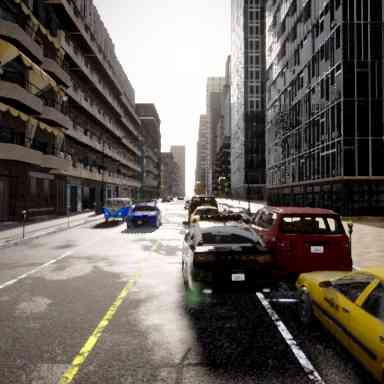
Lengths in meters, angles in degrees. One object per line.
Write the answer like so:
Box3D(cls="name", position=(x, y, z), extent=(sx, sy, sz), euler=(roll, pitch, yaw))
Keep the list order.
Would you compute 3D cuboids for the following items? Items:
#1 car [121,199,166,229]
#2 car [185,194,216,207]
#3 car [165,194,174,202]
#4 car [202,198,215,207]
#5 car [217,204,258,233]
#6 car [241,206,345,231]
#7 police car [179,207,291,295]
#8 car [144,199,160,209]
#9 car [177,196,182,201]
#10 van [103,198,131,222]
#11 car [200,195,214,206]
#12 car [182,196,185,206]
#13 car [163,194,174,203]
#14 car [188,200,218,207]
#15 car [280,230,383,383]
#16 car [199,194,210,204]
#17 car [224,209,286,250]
Box3D(cls="car", position=(-3.047, 1.492, 21.881), extent=(1.882, 1.535, 5.008), euler=(0, 0, 0))
Box3D(cls="car", position=(0.775, 1.241, 24.942), extent=(2.150, 2.045, 5.566), euler=(0, 0, -1))
Box3D(cls="car", position=(-5.864, 1.511, 86.842), extent=(2.192, 1.841, 5.009), euler=(1, 0, 0))
Box3D(cls="car", position=(2.585, 1.645, 53.721), extent=(1.947, 1.339, 4.313), euler=(1, 0, 0))
Box3D(cls="car", position=(2.658, 1.558, 20.585), extent=(1.887, 1.381, 4.507), euler=(1, 0, 0))
Box3D(cls="car", position=(2.685, 1.319, 9.539), extent=(2.192, 1.841, 5.009), euler=(1, 0, 0))
Box3D(cls="police car", position=(0.719, 1.429, 8.952), extent=(1.930, 1.638, 5.238), euler=(0, 0, -4))
Box3D(cls="car", position=(-5.783, 1.646, 48.181), extent=(1.802, 1.307, 4.206), euler=(1, 0, 0))
Box3D(cls="car", position=(-3.204, 1.799, 94.996), extent=(1.994, 1.385, 4.181), euler=(0, 0, 0))
Box3D(cls="van", position=(-5.731, 1.361, 26.091), extent=(1.690, 1.788, 3.998), euler=(1, 0, 0))
Box3D(cls="car", position=(2.577, 1.410, 59.245), extent=(2.192, 1.841, 5.009), euler=(1, 0, 0))
Box3D(cls="car", position=(-0.091, 1.586, 46.785), extent=(1.812, 1.442, 4.674), euler=(0, 0, 0))
Box3D(cls="car", position=(-5.842, 1.694, 75.795), extent=(1.887, 1.381, 4.507), euler=(1, 0, 0))
Box3D(cls="car", position=(0.812, 1.467, 19.081), extent=(1.801, 1.575, 5.366), euler=(0, 0, 0))
Box3D(cls="car", position=(2.694, 1.527, 4.187), extent=(1.752, 1.417, 4.829), euler=(1, 0, 0))
Box3D(cls="car", position=(2.552, 1.445, 70.291), extent=(2.192, 1.841, 5.009), euler=(1, 0, 0))
Box3D(cls="car", position=(2.670, 1.574, 15.061), extent=(1.947, 1.339, 4.313), euler=(1, 0, 0))
